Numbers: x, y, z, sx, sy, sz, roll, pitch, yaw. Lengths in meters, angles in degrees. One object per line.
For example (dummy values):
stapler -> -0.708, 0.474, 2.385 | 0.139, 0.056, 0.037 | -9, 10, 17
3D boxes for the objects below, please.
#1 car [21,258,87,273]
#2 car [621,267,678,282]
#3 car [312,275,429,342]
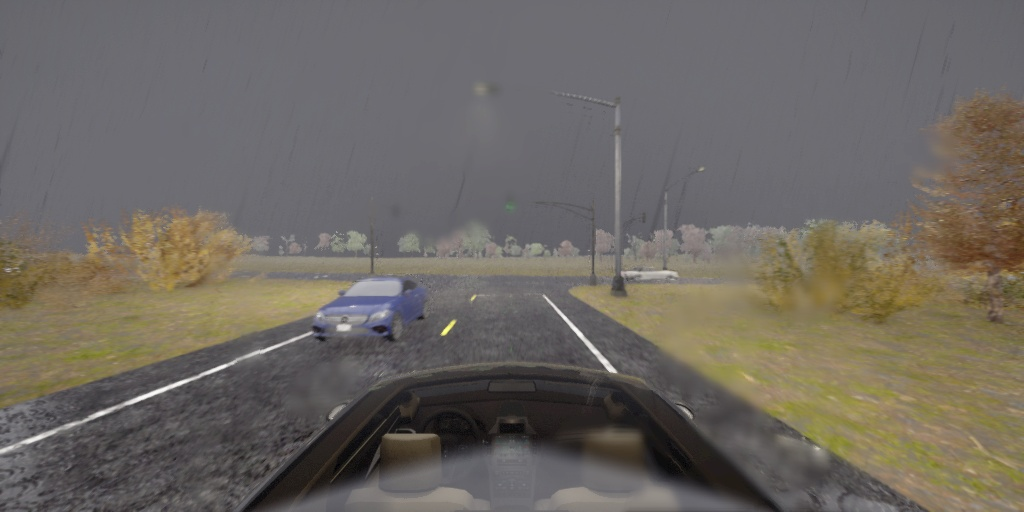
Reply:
car -> -40.306, 0.848, 31.614 | 4.181, 1.385, 1.994 | 1, 0, 1
car -> 12.346, 1.611, 32.306 | 4.718, 1.301, 1.895 | 1, 0, -2
car -> -3.601, 1.295, 10.008 | 1.812, 1.442, 4.674 | 0, 0, 0
